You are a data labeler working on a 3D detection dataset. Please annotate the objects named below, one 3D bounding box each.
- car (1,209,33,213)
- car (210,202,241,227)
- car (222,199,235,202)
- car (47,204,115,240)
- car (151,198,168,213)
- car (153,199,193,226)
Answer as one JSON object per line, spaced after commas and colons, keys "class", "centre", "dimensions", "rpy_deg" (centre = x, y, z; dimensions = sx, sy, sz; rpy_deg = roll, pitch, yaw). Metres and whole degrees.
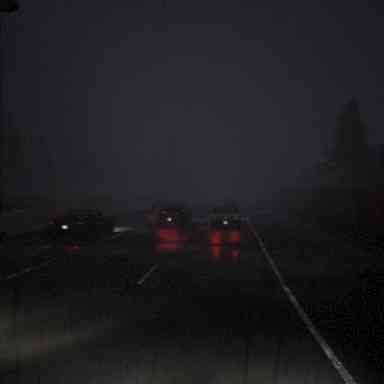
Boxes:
{"class": "car", "centre": [-14.995, 1.464, 26.847], "dimensions": [2.033, 1.411, 5.357], "rpy_deg": [0, 0, 7]}
{"class": "car", "centre": [2.305, 1.576, 22.459], "dimensions": [1.895, 1.301, 4.718], "rpy_deg": [0, 0, 7]}
{"class": "car", "centre": [4.652, 1.555, 41.807], "dimensions": [1.895, 1.301, 4.718], "rpy_deg": [0, 0, 7]}
{"class": "car", "centre": [-5.409, 1.524, 16.733], "dimensions": [1.994, 1.385, 4.181], "rpy_deg": [0, 0, 7]}
{"class": "car", "centre": [-3.090, 1.430, 36.112], "dimensions": [2.128, 1.511, 4.902], "rpy_deg": [0, 0, 7]}
{"class": "car", "centre": [-1.116, 1.468, 23.295], "dimensions": [1.837, 1.490, 4.892], "rpy_deg": [0, 0, 7]}
